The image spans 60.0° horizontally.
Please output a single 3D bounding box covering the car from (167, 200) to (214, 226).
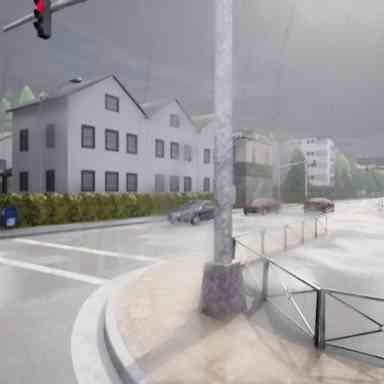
[{"bbox_3d":[0.402,1.265,21.348,2.128,1.511,4.902,0,0,35],"label":"car"}]

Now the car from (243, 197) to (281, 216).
[{"bbox_3d":[6.324,1.251,29.705,1.882,1.535,5.008,0,0,35],"label":"car"}]

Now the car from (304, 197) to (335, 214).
[{"bbox_3d":[12.245,1.262,31.839,1.882,1.535,5.008,0,0,35],"label":"car"}]
